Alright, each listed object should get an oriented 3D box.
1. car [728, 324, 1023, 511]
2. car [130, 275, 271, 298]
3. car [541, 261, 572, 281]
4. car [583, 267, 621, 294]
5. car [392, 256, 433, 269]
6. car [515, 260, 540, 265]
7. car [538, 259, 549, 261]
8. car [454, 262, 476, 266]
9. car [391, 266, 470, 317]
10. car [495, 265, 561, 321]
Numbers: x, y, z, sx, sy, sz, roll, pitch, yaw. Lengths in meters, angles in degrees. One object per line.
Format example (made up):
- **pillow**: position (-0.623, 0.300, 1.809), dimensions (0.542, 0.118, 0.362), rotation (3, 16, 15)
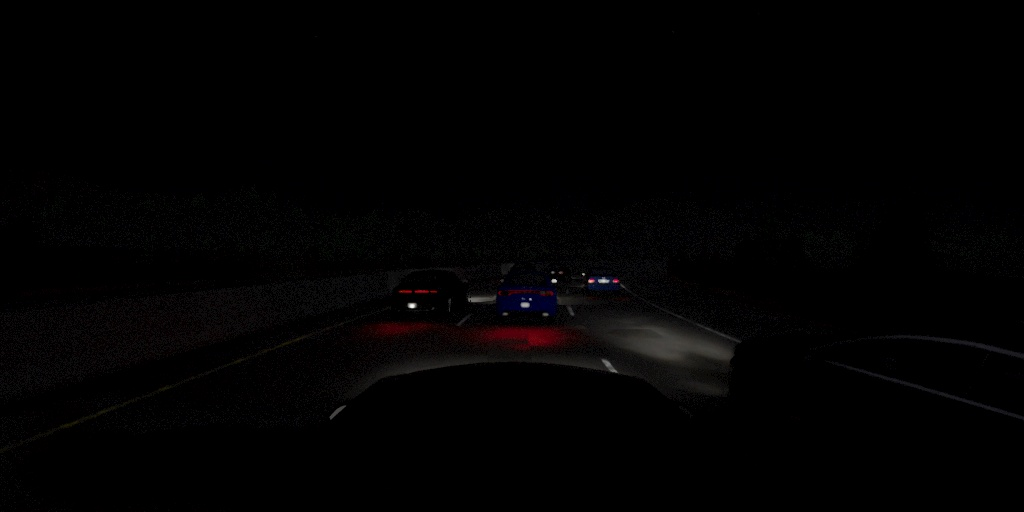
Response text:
- **car**: position (3.621, 1.243, 2.566), dimensions (2.128, 1.511, 4.902), rotation (0, 0, 0)
- **car**: position (-10.165, 1.373, 12.554), dimensions (1.895, 1.301, 4.718), rotation (0, 0, 5)
- **car**: position (3.952, 1.356, 30.610), dimensions (2.033, 1.411, 5.357), rotation (0, 0, 17)
- **car**: position (5.136, 1.336, 20.706), dimensions (2.033, 1.411, 5.357), rotation (0, 0, 11)
- **car**: position (-11.230, 1.052, 40.879), dimensions (2.150, 2.045, 5.566), rotation (0, 0, 20)
- **car**: position (1.073, 1.339, 32.964), dimensions (1.812, 1.442, 4.674), rotation (0, 0, 17)
- **car**: position (4.683, 1.212, 58.012), dimensions (2.097, 1.767, 4.553), rotation (0, 0, 32)
- **car**: position (-5.904, 1.402, 44.918), dimensions (1.994, 1.385, 4.181), rotation (0, 0, 23)
- **car**: position (-2.864, 1.279, 13.434), dimensions (1.837, 1.490, 4.892), rotation (0, 0, 5)
- **car**: position (0.580, 1.250, 12.699), dimensions (1.882, 1.535, 5.008), rotation (0, 0, 5)
